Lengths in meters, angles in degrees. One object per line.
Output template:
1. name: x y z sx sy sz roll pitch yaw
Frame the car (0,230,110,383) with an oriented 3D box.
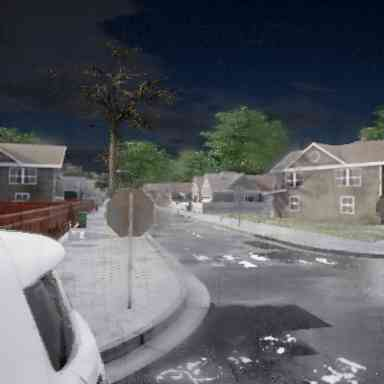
1. car: -2.980 1.226 0.841 5.566 2.045 2.150 1 -1 -34
